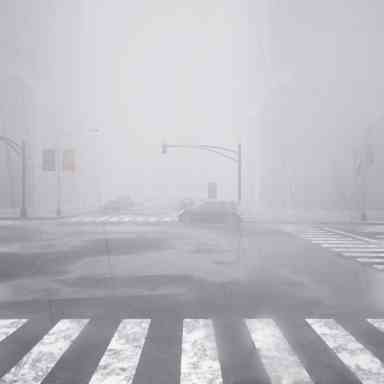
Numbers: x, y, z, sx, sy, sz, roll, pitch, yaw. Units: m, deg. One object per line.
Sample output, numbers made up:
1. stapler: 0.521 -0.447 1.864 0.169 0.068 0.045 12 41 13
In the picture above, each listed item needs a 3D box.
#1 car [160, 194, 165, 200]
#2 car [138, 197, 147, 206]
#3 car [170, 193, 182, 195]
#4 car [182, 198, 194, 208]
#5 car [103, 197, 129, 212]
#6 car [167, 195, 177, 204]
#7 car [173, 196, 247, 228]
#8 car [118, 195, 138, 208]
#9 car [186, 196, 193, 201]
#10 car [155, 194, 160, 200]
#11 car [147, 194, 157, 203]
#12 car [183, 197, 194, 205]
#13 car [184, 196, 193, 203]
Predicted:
1. car: -9.332 1.696 93.249 1.887 1.381 4.507 0 0 0
2. car: -9.147 1.570 55.098 1.752 1.417 4.829 0 0 0
3. car: -3.481 1.559 75.608 1.837 1.490 4.892 0 0 0
4. car: -0.597 1.614 49.878 1.802 1.307 4.206 0 0 0
5. car: -9.070 1.574 38.990 1.947 1.339 4.313 0 0 0
6. car: -3.433 1.672 65.640 1.895 1.301 4.718 0 0 0
7. car: 1.402 1.386 22.897 4.553 1.767 2.097 1 0 21
8. car: -9.097 1.335 44.417 2.192 1.841 5.009 0 0 0
9. car: -0.808 1.696 93.278 1.887 1.381 4.507 0 0 0
10. car: -9.254 1.417 76.973 2.192 1.841 5.009 0 0 0
11. car: -9.227 1.669 71.546 1.802 1.307 4.206 0 0 0
12. car: -0.650 1.603 60.728 1.887 1.381 4.507 0 0 0
13. car: -0.703 1.613 71.748 1.752 1.417 4.829 0 0 0
